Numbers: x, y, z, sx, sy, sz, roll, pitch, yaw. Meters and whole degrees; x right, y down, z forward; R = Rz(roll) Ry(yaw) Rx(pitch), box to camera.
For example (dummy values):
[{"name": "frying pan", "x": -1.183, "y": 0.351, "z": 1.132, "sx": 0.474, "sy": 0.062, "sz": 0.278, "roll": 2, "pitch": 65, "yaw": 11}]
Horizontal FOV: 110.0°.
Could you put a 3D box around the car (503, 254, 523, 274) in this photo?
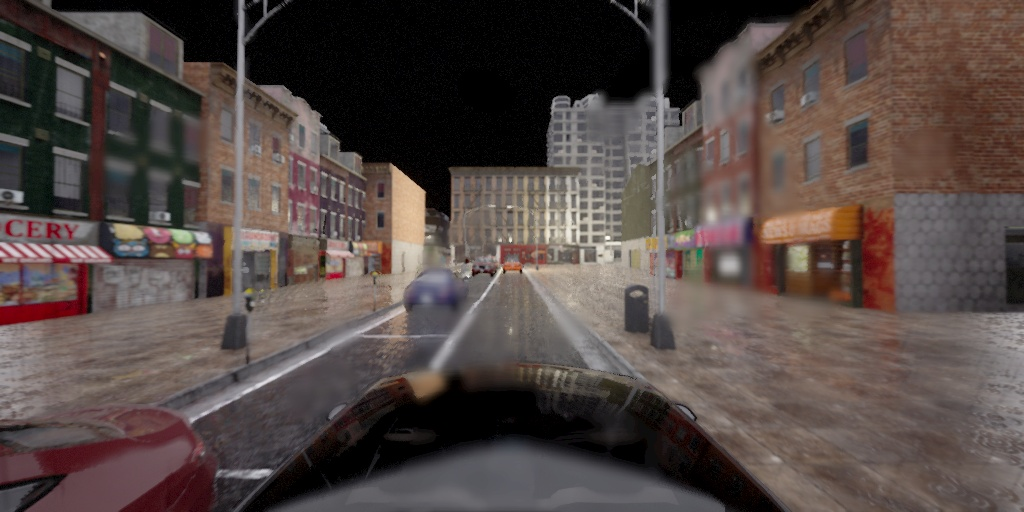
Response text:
[{"name": "car", "x": 0.081, "y": 0.955, "z": 39.551, "sx": 2.097, "sy": 1.767, "sz": 4.553, "roll": 0, "pitch": 0, "yaw": 0}]

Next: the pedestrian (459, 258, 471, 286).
[{"name": "pedestrian", "x": -2.173, "y": 0.981, "z": 16.721, "sx": 0.375, "sy": 1.860, "sz": 0.375, "roll": -1, "pitch": -1, "yaw": 0}]

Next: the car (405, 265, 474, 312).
[{"name": "car", "x": -2.749, "y": 1.225, "z": 13.864, "sx": 1.812, "sy": 1.442, "sz": 4.674, "roll": 0, "pitch": 0, "yaw": 0}]

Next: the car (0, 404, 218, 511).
[{"name": "car", "x": -2.636, "y": 1.337, "z": 0.513, "sx": 1.802, "sy": 1.307, "sz": 4.207, "roll": 0, "pitch": 0, "yaw": 0}]

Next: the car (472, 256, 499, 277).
[{"name": "car", "x": -2.635, "y": 0.938, "z": 33.706, "sx": 2.192, "sy": 1.841, "sz": 5.009, "roll": 0, "pitch": 0, "yaw": 0}]
